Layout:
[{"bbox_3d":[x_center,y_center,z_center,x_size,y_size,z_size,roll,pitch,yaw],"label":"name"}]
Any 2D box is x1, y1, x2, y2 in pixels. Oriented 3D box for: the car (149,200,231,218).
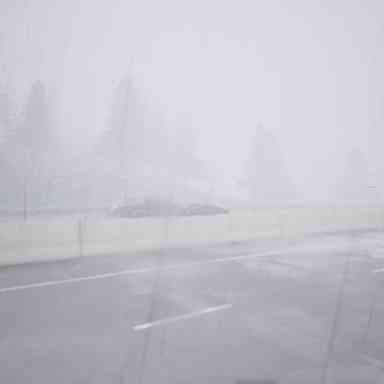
[{"bbox_3d":[0.189,1.455,20.839,4.902,1.511,2.128,1,0,-32],"label":"car"}]
